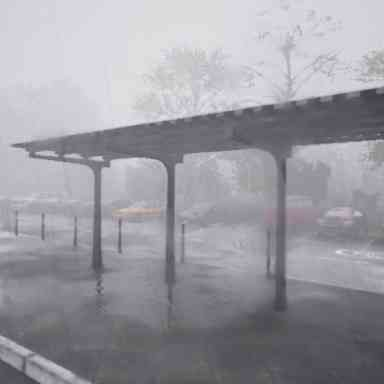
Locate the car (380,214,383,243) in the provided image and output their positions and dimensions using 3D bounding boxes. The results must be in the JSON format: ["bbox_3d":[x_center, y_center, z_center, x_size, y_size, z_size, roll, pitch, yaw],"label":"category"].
[{"bbox_3d":[10.065,1.496,15.531,2.097,1.535,5.008,1,0,35],"label":"car"}]

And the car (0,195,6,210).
[{"bbox_3d":[-17.074,1.174,34.838,2.231,1.521,4.892,1,0,35],"label":"car"}]

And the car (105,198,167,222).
[{"bbox_3d":[-3.610,1.331,25.039,1.946,1.575,5.366,1,0,35],"label":"car"}]

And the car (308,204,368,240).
[{"bbox_3d":[7.802,1.509,17.143,2.002,1.452,4.674,1,0,35],"label":"car"}]

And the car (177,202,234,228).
[{"bbox_3d":[1.004,1.418,21.948,2.163,1.488,4.792,1,0,35],"label":"car"}]

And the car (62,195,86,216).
[{"bbox_3d":[-8.021,1.282,28.412,2.231,1.521,4.892,1,0,35],"label":"car"}]

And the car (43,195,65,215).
[{"bbox_3d":[-10.283,1.254,30.021,2.097,1.535,5.008,1,0,35],"label":"car"}]

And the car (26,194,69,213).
[{"bbox_3d":[-12.545,1.227,31.630,2.097,1.535,5.008,1,0,35],"label":"car"}]

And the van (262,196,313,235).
[{"bbox_3d":[5.613,1.216,18.848,1.878,1.987,4.442,1,0,35],"label":"van"}]

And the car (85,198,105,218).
[{"bbox_3d":[-5.747,1.337,26.823,2.163,1.488,4.792,1,0,35],"label":"car"}]

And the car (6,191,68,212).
[{"bbox_3d":[-14.824,0.949,33.210,2.435,2.045,5.566,1,0,35],"label":"car"}]
